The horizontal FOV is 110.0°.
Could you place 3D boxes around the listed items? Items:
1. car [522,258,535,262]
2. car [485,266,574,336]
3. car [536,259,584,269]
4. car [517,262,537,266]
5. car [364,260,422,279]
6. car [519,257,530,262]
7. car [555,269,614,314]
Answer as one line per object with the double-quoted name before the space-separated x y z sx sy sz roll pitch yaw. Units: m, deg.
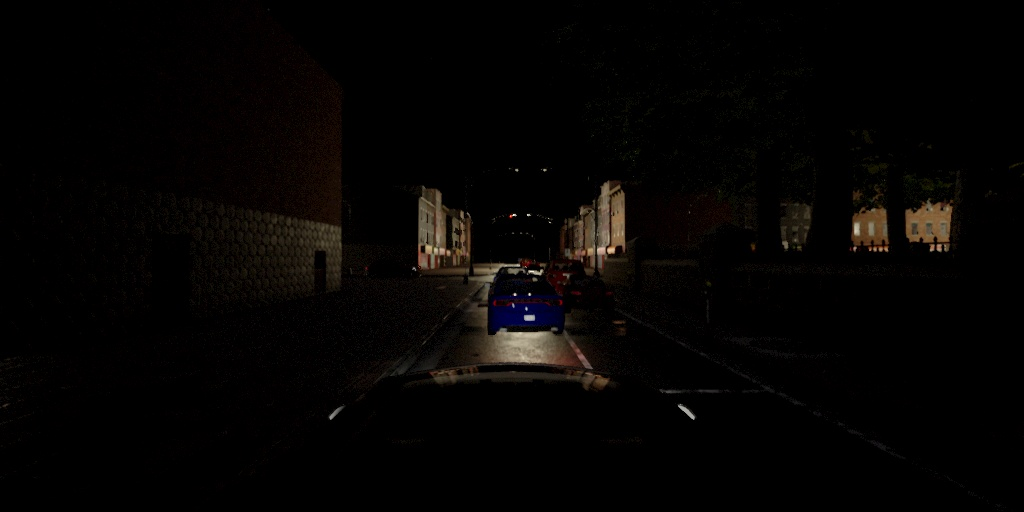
"car" 2.628 1.349 45.433 1.888 1.381 4.507 0 0 0
"car" 0.227 1.230 10.471 1.882 1.535 5.008 0 0 -4
"car" 2.634 1.073 19.004 2.192 1.841 5.009 0 0 0
"car" 0.066 1.235 18.048 1.882 1.535 5.008 0 0 1
"car" -10.041 1.093 30.581 4.553 1.767 2.097 0 -1 0
"car" 2.624 1.393 61.744 1.888 1.381 4.507 0 0 0
"car" 2.635 1.336 13.555 1.802 1.307 4.207 0 0 0
